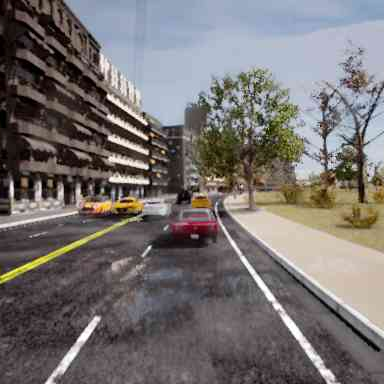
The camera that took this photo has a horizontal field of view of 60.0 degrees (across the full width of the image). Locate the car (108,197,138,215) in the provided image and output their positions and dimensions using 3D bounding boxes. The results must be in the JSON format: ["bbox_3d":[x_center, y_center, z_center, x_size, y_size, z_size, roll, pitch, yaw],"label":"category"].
[{"bbox_3d":[-5.922,1.263,31.087,1.882,1.535,5.008,-1,1,4],"label":"car"}]

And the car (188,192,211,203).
[{"bbox_3d":[1.016,1.057,35.437,1.882,1.535,5.008,-1,1,4],"label":"car"}]

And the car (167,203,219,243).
[{"bbox_3d":[0.157,1.417,15.078,1.895,1.301,4.718,-1,1,1],"label":"car"}]

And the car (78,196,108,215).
[{"bbox_3d":[-9.139,1.205,31.672,2.097,1.767,4.553,-1,1,4],"label":"car"}]

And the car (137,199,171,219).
[{"bbox_3d":[-2.746,1.287,26.312,1.812,1.442,4.674,-1,1,3],"label":"car"}]

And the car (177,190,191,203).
[{"bbox_3d":[-0.967,0.693,50.687,2.150,2.045,5.566,-1,0,6],"label":"car"}]
